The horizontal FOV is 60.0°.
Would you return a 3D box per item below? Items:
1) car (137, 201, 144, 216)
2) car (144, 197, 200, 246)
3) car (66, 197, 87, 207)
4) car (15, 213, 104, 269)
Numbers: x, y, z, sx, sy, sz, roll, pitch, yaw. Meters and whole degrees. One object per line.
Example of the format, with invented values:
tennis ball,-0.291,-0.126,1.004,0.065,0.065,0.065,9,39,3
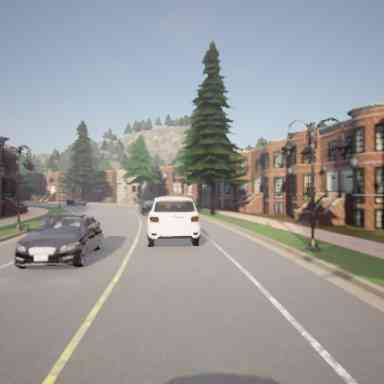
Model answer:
car,-4.348,1.546,33.374,1.812,1.442,4.674,0,0,-16
car,-0.945,1.227,15.434,2.150,2.045,5.566,0,0,-6
car,-18.100,1.552,52.022,2.128,1.511,4.902,0,0,-41
car,-4.263,1.506,11.336,2.128,1.511,4.902,0,0,-5
